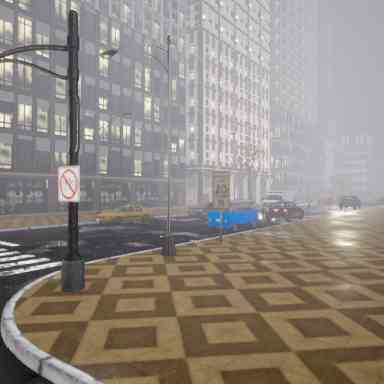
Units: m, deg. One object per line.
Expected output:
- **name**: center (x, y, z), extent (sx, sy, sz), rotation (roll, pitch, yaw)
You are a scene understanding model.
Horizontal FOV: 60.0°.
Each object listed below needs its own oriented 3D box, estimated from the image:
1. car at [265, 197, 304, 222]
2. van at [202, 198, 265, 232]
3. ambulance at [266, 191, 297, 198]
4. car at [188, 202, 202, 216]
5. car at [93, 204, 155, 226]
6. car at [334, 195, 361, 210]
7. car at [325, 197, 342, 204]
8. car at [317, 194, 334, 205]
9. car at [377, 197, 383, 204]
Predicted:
- **car**: center (7.580, 1.472, 26.905), extent (1.967, 1.590, 4.097), rotation (0, 0, 38)
- **van**: center (2.607, 1.368, 20.284), extent (1.690, 1.788, 3.998), rotation (0, 0, 38)
- **ambulance**: center (10.215, 1.062, 39.013), extent (2.351, 2.431, 6.366), rotation (0, 0, 38)
- **car**: center (1.343, 1.604, 31.722), extent (1.802, 1.307, 4.206), rotation (0, 0, 38)
- **car**: center (-4.777, 1.540, 24.009), extent (1.752, 1.417, 4.829), rotation (0, 0, 38)
- **car**: center (21.181, 1.368, 44.520), extent (2.192, 1.841, 5.009), rotation (0, 0, 38)
- **car**: center (28.547, 1.624, 66.951), extent (2.008, 1.369, 4.403), rotation (0, 0, 38)
- **car**: center (25.147, 1.380, 62.548), extent (2.192, 1.841, 5.009), rotation (0, 0, 38)
- **car**: center (38.183, 1.658, 66.537), extent (1.947, 1.339, 4.313), rotation (0, 0, 38)
